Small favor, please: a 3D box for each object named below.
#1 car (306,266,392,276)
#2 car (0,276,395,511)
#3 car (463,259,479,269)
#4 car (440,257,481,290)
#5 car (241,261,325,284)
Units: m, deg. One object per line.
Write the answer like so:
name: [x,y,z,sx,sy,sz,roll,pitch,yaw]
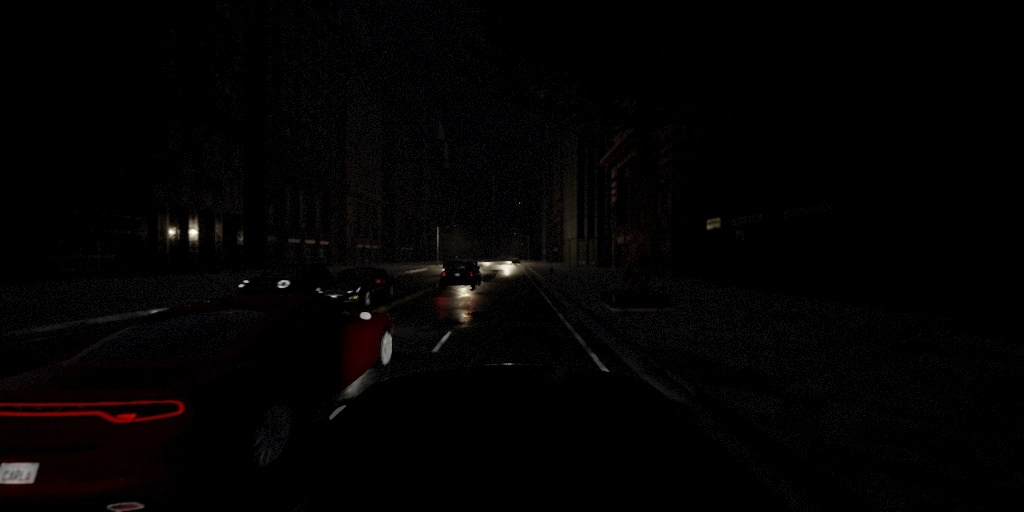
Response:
car: [-6.601,1.256,15.672,1.837,1.490,4.892,0,0,0]
car: [-3.150,1.228,4.761,1.882,1.535,5.008,0,0,0]
car: [-6.553,1.236,58.011,1.882,1.535,5.008,0,0,1]
car: [-3.152,1.104,22.765,2.097,1.767,4.553,0,0,0]
car: [-9.851,1.104,16.102,2.097,1.767,4.553,0,0,0]
